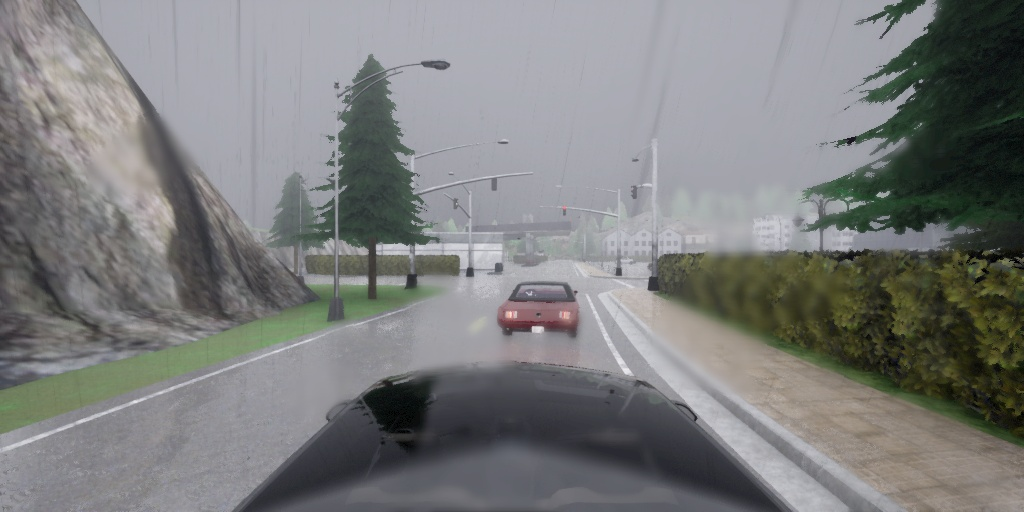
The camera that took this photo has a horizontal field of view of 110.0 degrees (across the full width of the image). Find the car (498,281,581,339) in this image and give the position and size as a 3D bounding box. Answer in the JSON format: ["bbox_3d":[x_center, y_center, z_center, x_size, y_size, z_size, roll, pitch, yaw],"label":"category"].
[{"bbox_3d":[0.921,1.351,10.183,1.895,1.301,4.718,0,0,8],"label":"car"}]
